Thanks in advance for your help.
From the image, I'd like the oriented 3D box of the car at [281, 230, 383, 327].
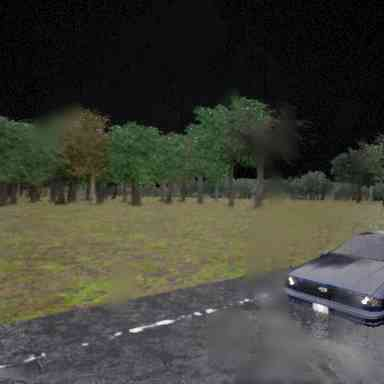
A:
[{"bbox_3d":[4.309,1.577,7.139,5.357,1.411,2.033,0,0,-36],"label":"car"}]
